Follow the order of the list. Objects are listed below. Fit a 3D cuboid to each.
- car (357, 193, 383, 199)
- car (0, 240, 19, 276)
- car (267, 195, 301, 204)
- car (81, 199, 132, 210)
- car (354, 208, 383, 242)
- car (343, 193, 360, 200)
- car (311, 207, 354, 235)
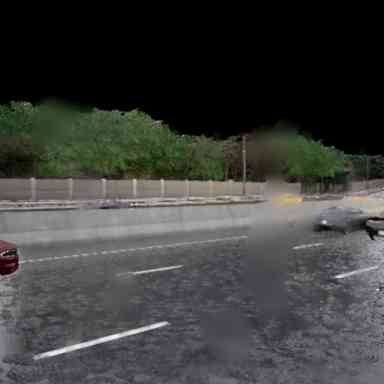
[{"bbox_3d":[23.162,1.161,41.723,4.181,1.385,1.994,-1,0,-35],"label":"car"},{"bbox_3d":[-6.724,1.471,7.545,5.008,1.535,1.882,0,0,-35],"label":"car"},{"bbox_3d":[11.704,1.198,42.272,5.008,1.535,1.882,-1,0,-35],"label":"car"},{"bbox_3d":[-8.314,1.467,32.426,4.902,1.511,2.128,0,0,-35],"label":"car"},{"bbox_3d":[9.720,1.437,14.943,4.902,1.511,2.128,-1,0,-35],"label":"car"},{"bbox_3d":[22.597,0.923,45.585,4.553,1.767,2.097,-1,1,-34],"label":"car"},{"bbox_3d":[8.494,1.500,18.364,4.181,1.385,1.994,-1,0,-35],"label":"car"}]
